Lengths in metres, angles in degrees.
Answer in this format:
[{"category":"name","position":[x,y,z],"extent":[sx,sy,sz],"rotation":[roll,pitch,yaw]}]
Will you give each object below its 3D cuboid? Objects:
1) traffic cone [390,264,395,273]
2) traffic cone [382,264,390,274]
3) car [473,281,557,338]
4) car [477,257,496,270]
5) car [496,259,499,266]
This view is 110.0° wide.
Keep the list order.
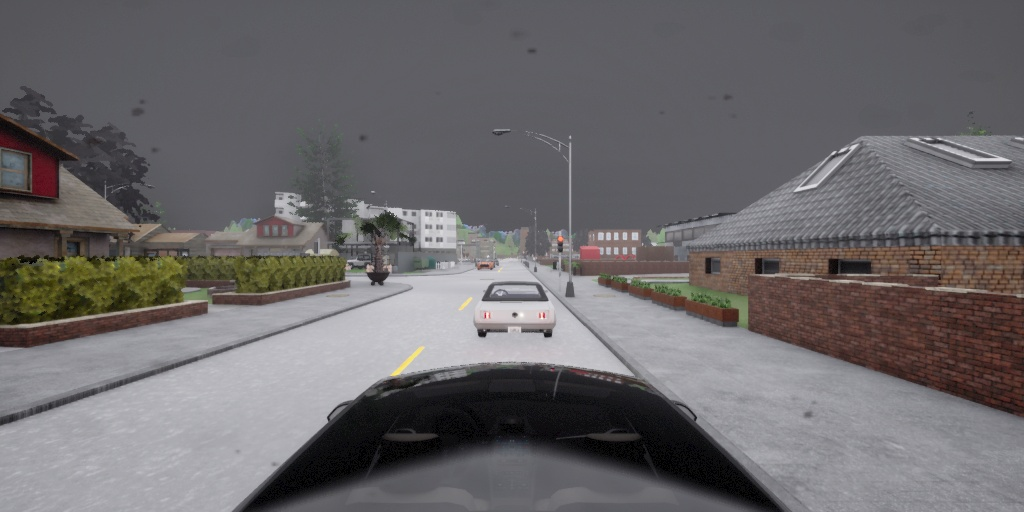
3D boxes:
[{"category":"traffic cone","position":[-15.162,1.558,44.708],"extent":[0.344,0.586,0.344],"rotation":[0,0,0]},{"category":"traffic cone","position":[-15.526,1.561,44.141],"extent":[0.344,0.586,0.344],"rotation":[0,0,0]},{"category":"car","position":[0.096,1.351,10.191],"extent":[1.895,1.301,4.718],"rotation":[0,0,1]},{"category":"car","position":[-3.826,1.102,52.297],"extent":[2.097,1.767,4.553],"rotation":[0,0,0]},{"category":"car","position":[-3.755,1.255,61.678],"extent":[1.837,1.490,4.892],"rotation":[0,0,1]}]
